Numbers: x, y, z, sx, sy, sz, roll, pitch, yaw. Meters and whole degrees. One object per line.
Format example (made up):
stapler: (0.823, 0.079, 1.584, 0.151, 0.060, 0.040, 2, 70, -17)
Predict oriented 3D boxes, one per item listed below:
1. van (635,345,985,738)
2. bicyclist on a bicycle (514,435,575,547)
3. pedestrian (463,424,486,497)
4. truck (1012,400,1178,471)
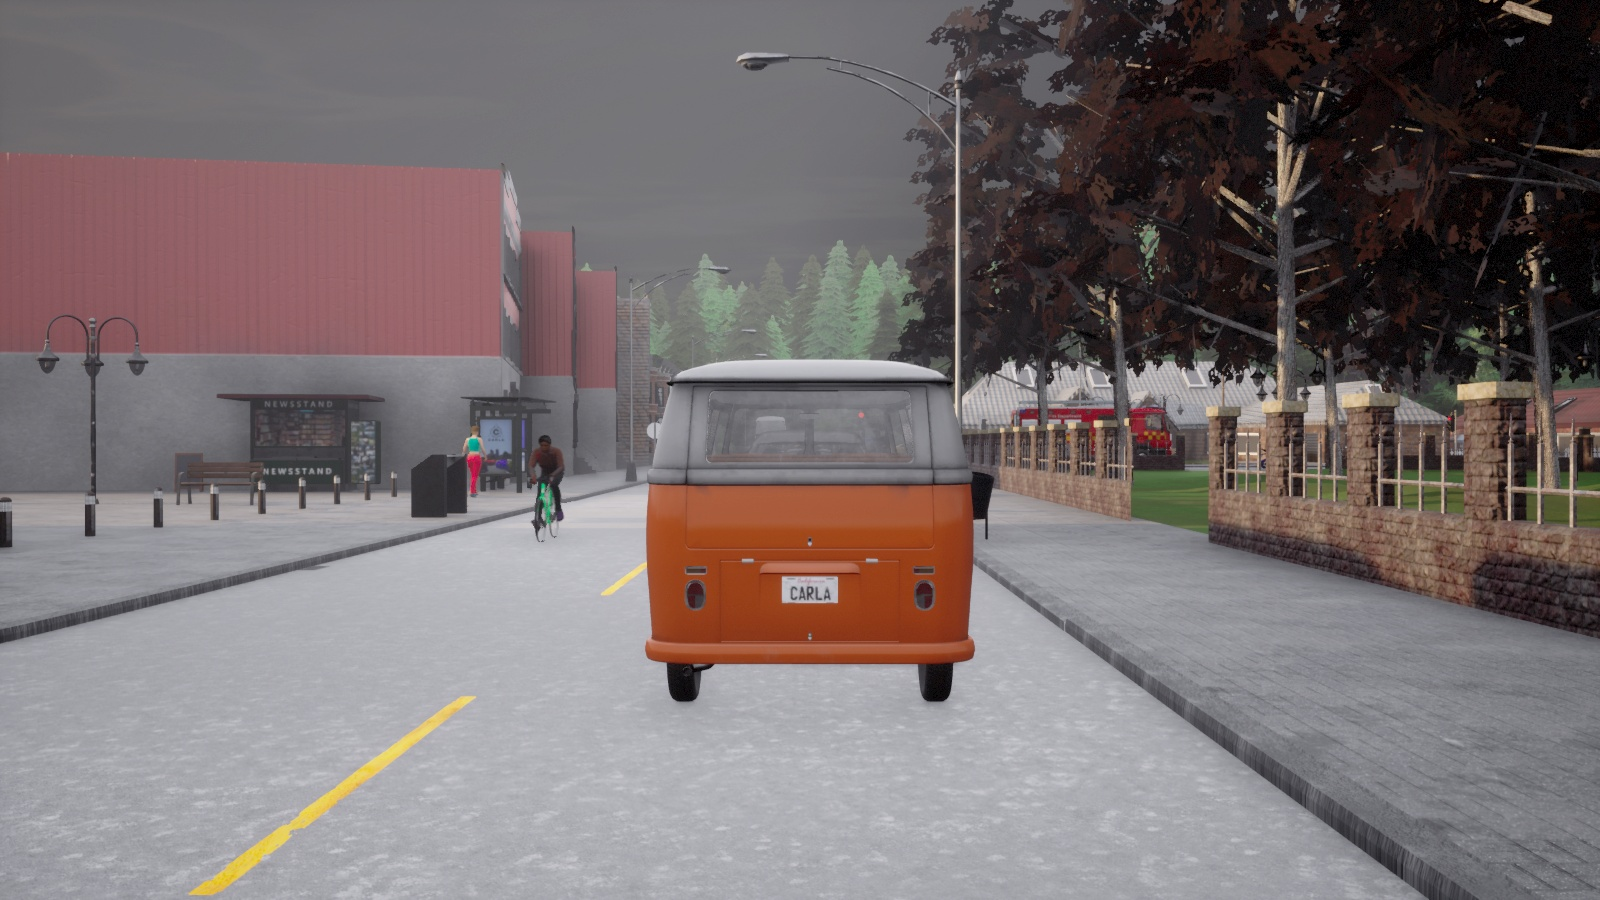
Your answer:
van: (0.064, 0.451, 8.585, 1.775, 1.987, 4.442, 0, 0, 0)
bicyclist on a bicycle: (-3.865, 0.588, 19.110, 0.582, 1.620, 1.656, 0, 1, 0)
pedestrian: (-8.331, 0.267, 32.160, 0.345, 1.836, 0.594, 0, 0, 13)
truck: (16.223, -0.797, 69.380, 8.468, 3.827, 2.891, 0, 0, -1)
